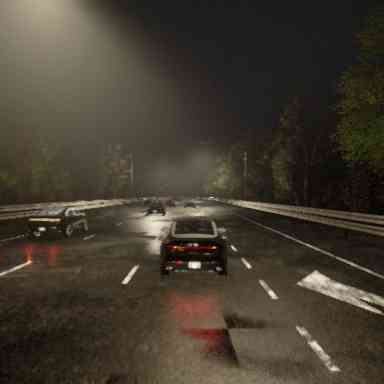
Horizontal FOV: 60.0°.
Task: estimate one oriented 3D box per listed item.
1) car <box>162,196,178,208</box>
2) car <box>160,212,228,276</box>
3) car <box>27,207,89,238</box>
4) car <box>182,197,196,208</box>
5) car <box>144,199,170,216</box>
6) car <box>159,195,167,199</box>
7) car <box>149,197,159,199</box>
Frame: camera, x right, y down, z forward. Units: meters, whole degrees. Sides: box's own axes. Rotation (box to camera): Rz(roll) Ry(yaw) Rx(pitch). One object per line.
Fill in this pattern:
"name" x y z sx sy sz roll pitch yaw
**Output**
"car" -3.834 1.968 58.398 1.812 1.442 4.674 1 -1 0
"car" 0.047 1.581 10.663 1.837 1.490 4.892 1 0 0
"car" -7.007 1.541 17.936 2.128 1.511 4.902 1 0 0
"car" -0.332 2.028 58.335 2.033 1.411 5.357 1 -1 0
"car" -3.645 1.756 35.002 1.812 1.442 4.674 1 -1 0
"car" -7.473 1.920 76.060 2.097 1.767 4.553 1 -1 0
"car" -7.333 1.909 58.424 1.837 1.490 4.892 1 -1 0
